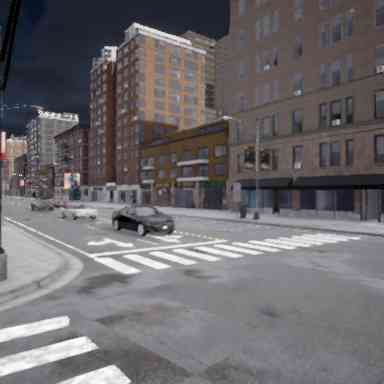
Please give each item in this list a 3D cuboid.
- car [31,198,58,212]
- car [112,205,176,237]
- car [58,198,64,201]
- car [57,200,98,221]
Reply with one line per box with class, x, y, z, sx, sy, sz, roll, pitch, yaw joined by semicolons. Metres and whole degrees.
car;-17.538;1.538;38.979;1.837;1.490;4.892;0;0;-36
car;-2.829;1.515;18.824;1.882;1.535;5.008;0;0;-36
car;-18.942;1.600;46.698;2.033;1.411;5.357;0;0;-36
car;-9.570;1.641;28.055;1.895;1.301;4.718;0;0;-36
